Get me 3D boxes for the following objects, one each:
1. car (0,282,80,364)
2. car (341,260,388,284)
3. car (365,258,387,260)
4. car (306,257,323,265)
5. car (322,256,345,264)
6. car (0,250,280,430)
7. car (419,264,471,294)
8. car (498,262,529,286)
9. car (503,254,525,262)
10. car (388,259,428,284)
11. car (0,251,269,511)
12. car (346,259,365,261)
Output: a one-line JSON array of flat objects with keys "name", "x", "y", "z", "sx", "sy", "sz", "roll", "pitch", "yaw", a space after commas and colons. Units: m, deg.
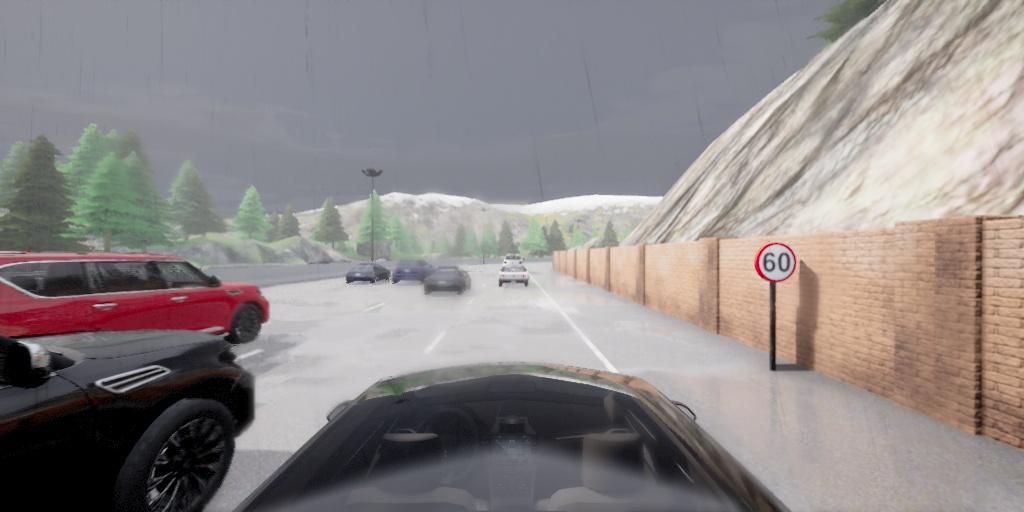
[{"name": "car", "x": -10.402, "y": 1.284, "z": 5.107, "sx": 2.033, "sy": 1.411, "sz": 5.357, "roll": 0, "pitch": 0, "yaw": 0}, {"name": "car", "x": -10.395, "y": 1.221, "z": 26.227, "sx": 1.994, "sy": 1.385, "sz": 4.181, "roll": 0, "pitch": 0, "yaw": 0}, {"name": "car", "x": -19.489, "y": 1.080, "z": 53.922, "sx": 1.812, "sy": 1.442, "sz": 4.674, "roll": 0, "pitch": 0, "yaw": 11}, {"name": "car", "x": -29.785, "y": 0.894, "z": 55.962, "sx": 2.097, "sy": 1.767, "sz": 4.553, "roll": 0, "pitch": 0, "yaw": 11}, {"name": "car", "x": -26.405, "y": 1.113, "z": 54.982, "sx": 1.994, "sy": 1.385, "sz": 4.181, "roll": 0, "pitch": 0, "yaw": 11}, {"name": "car", "x": -6.903, "y": 0.953, "z": 6.208, "sx": 2.150, "sy": 2.045, "sz": 5.566, "roll": 0, "pitch": 0, "yaw": 0}, {"name": "car", "x": -3.397, "y": 1.247, "z": 19.454, "sx": 1.994, "sy": 1.385, "sz": 4.181, "roll": 0, "pitch": 0, "yaw": 0}, {"name": "car", "x": 0.103, "y": 1.266, "z": 23.996, "sx": 1.895, "sy": 1.301, "sz": 4.718, "roll": 0, "pitch": 0, "yaw": 0}, {"name": "car", "x": 0.193, "y": 0.830, "z": 39.561, "sx": 2.150, "sy": 2.045, "sz": 5.566, "roll": 0, "pitch": 0, "yaw": 2}, {"name": "car", "x": -6.896, "y": 1.011, "z": 25.740, "sx": 2.097, "sy": 1.767, "sz": 4.553, "roll": 0, "pitch": 0, "yaw": 0}, {"name": "car", "x": -3.415, "y": 0.974, "z": 0.893, "sx": 2.150, "sy": 2.045, "sz": 5.566, "roll": 0, "pitch": 0, "yaw": 0}, {"name": "car", "x": -22.864, "y": 1.149, "z": 54.945, "sx": 1.895, "sy": 1.301, "sz": 4.718, "roll": 0, "pitch": 0, "yaw": 11}]
